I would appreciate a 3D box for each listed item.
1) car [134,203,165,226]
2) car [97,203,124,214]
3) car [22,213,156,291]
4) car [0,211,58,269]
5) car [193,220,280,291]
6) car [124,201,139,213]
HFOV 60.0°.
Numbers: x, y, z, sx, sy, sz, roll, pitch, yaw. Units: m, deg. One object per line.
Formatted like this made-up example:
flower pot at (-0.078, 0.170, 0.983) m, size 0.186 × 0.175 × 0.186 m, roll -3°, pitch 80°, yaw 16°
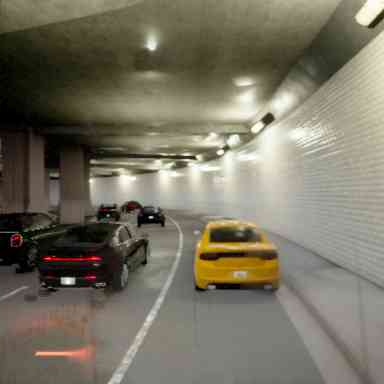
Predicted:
car at (-3.083, 1.745, 25.068) m, size 1.994 × 1.385 × 4.181 m, roll -1°, pitch 0°, yaw -6°
car at (-7.492, 1.766, 30.110) m, size 2.128 × 1.511 × 4.902 m, roll -1°, pitch 0°, yaw -11°
car at (-2.425, 1.592, 9.294) m, size 1.837 × 1.490 × 4.892 m, roll -1°, pitch 0°, yaw 3°
car at (-5.869, 1.504, 11.803) m, size 2.097 × 1.767 × 4.553 m, roll -1°, pitch 0°, yaw 1°
car at (1.065, 1.511, 9.157) m, size 1.882 × 1.535 × 5.008 m, roll -1°, pitch 0°, yaw 2°
car at (-7.485, 1.836, 40.701) m, size 1.837 × 1.490 × 4.892 m, roll 0°, pitch -1°, yaw -24°
